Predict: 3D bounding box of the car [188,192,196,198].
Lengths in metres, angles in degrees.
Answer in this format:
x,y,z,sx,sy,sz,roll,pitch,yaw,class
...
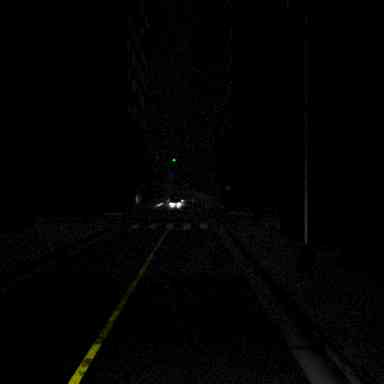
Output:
x,y,z,sx,sy,sz,roll,pitch,yaw,class
-0.005,0.762,84.424,1.837,1.490,4.892,0,0,0,car

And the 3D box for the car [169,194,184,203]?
x,y,z,sx,sy,sz,roll,pitch,yaw,class
-2.802,1.077,57.555,2.128,1.511,4.902,0,0,0,car

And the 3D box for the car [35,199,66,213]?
x,y,z,sx,sy,sz,roll,pitch,yaw,class
-14.805,1.333,32.994,4.403,1.369,2.008,0,0,0,car

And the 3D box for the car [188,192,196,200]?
x,y,z,sx,sy,sz,roll,pitch,yaw,class
-0.004,0.958,74.005,1.837,1.490,4.892,0,0,0,car

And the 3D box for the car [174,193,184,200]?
x,y,z,sx,sy,sz,roll,pitch,yaw,class
-2.754,1.028,72.593,1.994,1.385,4.181,0,0,0,car
